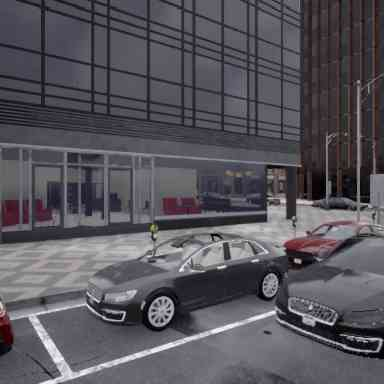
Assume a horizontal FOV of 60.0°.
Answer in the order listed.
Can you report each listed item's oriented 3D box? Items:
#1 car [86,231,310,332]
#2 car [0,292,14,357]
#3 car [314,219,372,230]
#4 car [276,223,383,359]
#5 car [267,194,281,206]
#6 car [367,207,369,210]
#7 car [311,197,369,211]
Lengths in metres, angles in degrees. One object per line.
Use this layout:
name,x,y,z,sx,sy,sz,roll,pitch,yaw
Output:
car,0.123,1.551,6.741,4.403,1.369,2.008,0,0,-36
car,-4.318,1.440,3.570,4.097,1.590,1.967,0,0,-36
car,4.564,1.545,9.912,4.507,1.381,1.887,0,0,-36
car,3.557,1.505,5.922,4.892,1.490,1.837,0,0,-36
car,9.002,0.961,42.156,1.837,1.490,4.892,0,1,-36
car,9.005,1.441,13.084,4.097,1.590,1.967,0,0,-36
car,14.933,1.203,33.792,2.033,1.411,5.357,0,1,-41
